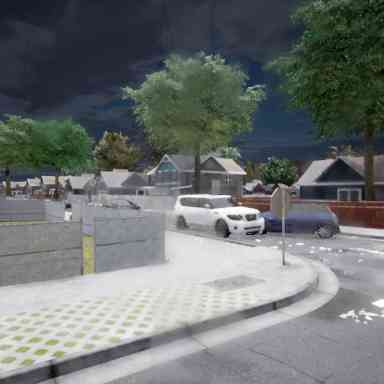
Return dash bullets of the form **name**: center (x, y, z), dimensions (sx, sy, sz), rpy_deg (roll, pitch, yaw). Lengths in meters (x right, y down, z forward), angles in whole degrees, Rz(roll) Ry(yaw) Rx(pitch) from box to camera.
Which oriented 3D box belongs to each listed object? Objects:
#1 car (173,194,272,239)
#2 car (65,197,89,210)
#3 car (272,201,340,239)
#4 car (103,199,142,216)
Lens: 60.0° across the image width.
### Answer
- **car**: center (1.144, 1.149, 17.326), dimensions (2.150, 2.045, 5.566), rpy_deg (-2, 1, -36)
- **car**: center (-13.467, 1.358, 38.761), dimensions (2.128, 1.511, 4.902), rpy_deg (0, 0, -35)
- **car**: center (5.027, 1.316, 16.969), dimensions (4.553, 1.767, 2.097), rpy_deg (0, 0, 20)
- **car**: center (-5.913, 1.370, 27.953), dimensions (1.882, 1.535, 5.008), rpy_deg (0, 0, -35)
